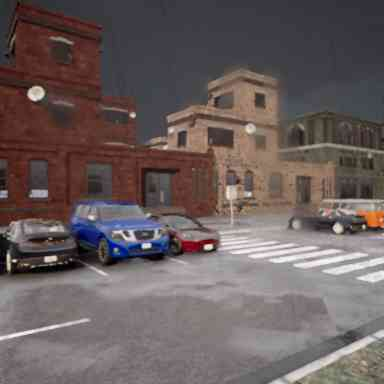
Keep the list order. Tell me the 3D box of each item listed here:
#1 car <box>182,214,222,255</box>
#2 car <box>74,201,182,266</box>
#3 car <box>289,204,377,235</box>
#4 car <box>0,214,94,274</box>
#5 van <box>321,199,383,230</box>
[{"bbox_3d":[-0.751,1.684,14.413,2.163,1.488,4.792,0,-1,-35],"label":"car"},{"bbox_3d":[-3.028,1.387,12.821,2.435,2.045,5.566,0,-1,-35],"label":"car"},{"bbox_3d":[8.340,1.715,20.813,2.231,1.521,4.892,0,-1,-35],"label":"car"},{"bbox_3d":[-5.316,1.624,11.241,2.231,1.521,4.892,0,-1,-35],"label":"car"},{"bbox_3d":[10.545,1.503,22.512,1.878,1.987,4.442,0,-1,-35],"label":"van"}]
